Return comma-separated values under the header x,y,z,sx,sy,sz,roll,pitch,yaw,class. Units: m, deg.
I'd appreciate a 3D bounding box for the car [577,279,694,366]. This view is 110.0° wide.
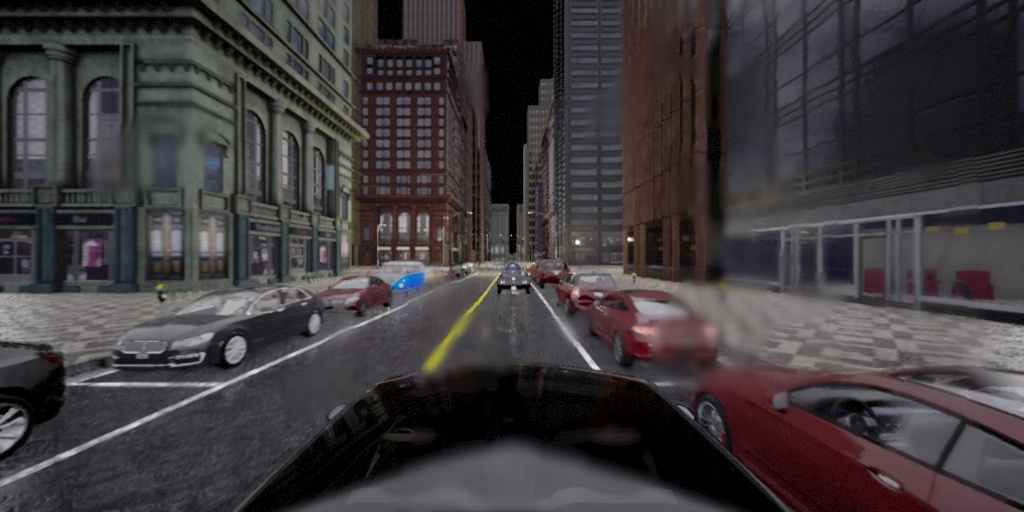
x,y,z,sx,sy,sz,roll,pitch,yaw,class
2.763,1.364,7.779,1.802,1.307,4.207,0,0,0,car

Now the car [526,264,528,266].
x,y,z,sx,sy,sz,roll,pitch,yaw,class
2.760,1.513,35.958,1.948,1.339,4.313,0,0,0,car

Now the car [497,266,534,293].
x,y,z,sx,sy,sz,roll,pitch,yaw,class
0.098,1.463,21.668,1.895,1.301,4.718,0,0,0,car

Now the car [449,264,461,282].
x,y,z,sx,sy,sz,roll,pitch,yaw,class
-5.765,1.497,30.319,1.802,1.307,4.207,0,0,0,car

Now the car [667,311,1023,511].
x,y,z,sx,sy,sz,roll,pitch,yaw,class
2.764,1.334,2.142,1.802,1.307,4.207,0,0,0,car

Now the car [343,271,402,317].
x,y,z,sx,sy,sz,roll,pitch,yaw,class
-5.763,1.398,13.409,1.802,1.307,4.207,0,0,0,car

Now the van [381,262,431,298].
x,y,z,sx,sy,sz,roll,pitch,yaw,class
-5.763,1.189,19.046,1.690,1.789,3.998,0,0,0,van

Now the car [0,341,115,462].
x,y,z,sx,sy,sz,roll,pitch,yaw,class
-5.762,1.320,2.136,1.948,1.339,4.313,0,0,0,car

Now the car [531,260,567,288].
x,y,z,sx,sy,sz,roll,pitch,yaw,class
2.761,1.194,24.686,2.192,1.841,5.009,0,0,0,car

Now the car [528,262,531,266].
x,y,z,sx,sy,sz,roll,pitch,yaw,class
2.760,1.227,30.322,2.192,1.841,5.009,0,0,0,car

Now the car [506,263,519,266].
x,y,z,sx,sy,sz,roll,pitch,yaw,class
0.097,1.498,39.832,1.812,1.442,4.674,0,0,0,car

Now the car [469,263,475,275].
x,y,z,sx,sy,sz,roll,pitch,yaw,class
-5.766,1.551,41.591,1.948,1.339,4.313,0,0,0,car

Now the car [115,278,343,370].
x,y,z,sx,sy,sz,roll,pitch,yaw,class
-5.762,1.335,7.772,2.007,1.370,4.403,0,0,0,car

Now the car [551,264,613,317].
x,y,z,sx,sy,sz,roll,pitch,yaw,class
2.762,1.253,13.415,1.967,1.591,4.097,0,0,0,car

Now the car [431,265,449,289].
x,y,z,sx,sy,sz,roll,pitch,yaw,class
-5.764,1.407,24.512,1.751,1.417,4.829,0,0,0,car

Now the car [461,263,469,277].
x,y,z,sx,sy,sz,roll,pitch,yaw,class
-5.765,1.516,35.955,1.948,1.339,4.313,0,0,0,car
